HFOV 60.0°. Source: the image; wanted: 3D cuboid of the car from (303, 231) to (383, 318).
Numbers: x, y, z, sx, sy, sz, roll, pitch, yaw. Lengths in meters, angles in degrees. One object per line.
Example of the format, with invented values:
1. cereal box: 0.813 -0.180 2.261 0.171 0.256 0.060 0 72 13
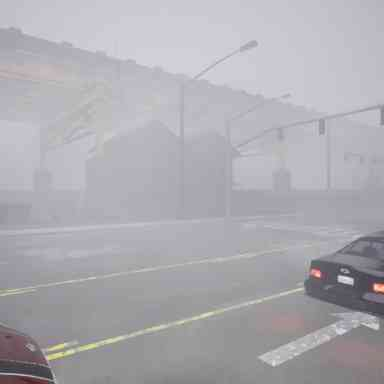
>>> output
1. car: 4.671 1.547 7.115 5.357 1.411 2.033 0 0 -35

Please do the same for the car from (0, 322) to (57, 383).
1. car: -3.011 1.352 1.600 4.553 1.767 2.097 0 0 -36
